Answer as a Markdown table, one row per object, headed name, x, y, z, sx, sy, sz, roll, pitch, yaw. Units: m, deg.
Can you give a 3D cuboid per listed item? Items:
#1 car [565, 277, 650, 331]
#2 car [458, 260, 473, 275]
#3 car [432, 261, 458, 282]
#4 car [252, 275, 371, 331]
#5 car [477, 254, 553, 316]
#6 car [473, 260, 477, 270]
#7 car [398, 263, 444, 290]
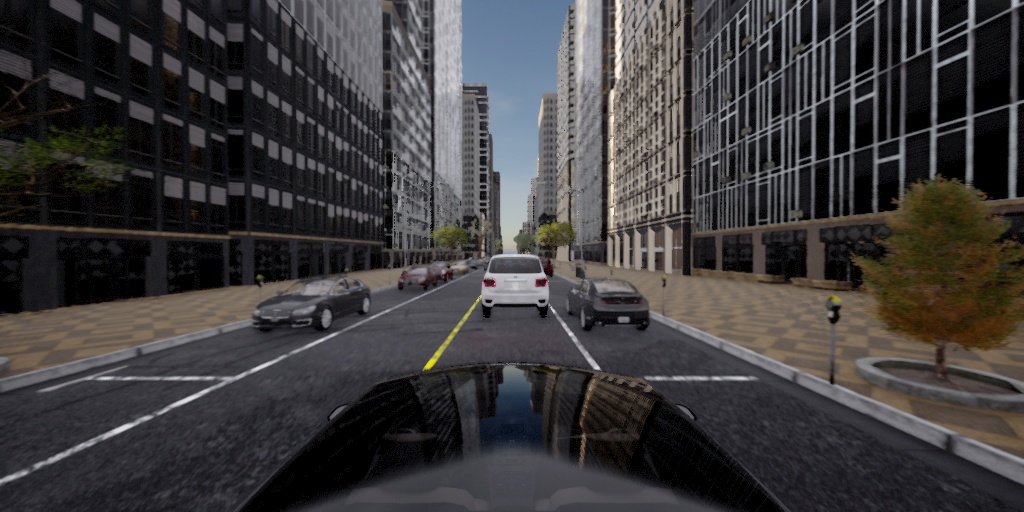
| name | x | y | z | sx | sy | sz | roll | pitch | yaw |
| --- | --- | --- | --- | --- | --- | --- | --- | --- | --- |
| car | 2.689 | 1.290 | 10.785 | 2.007 | 1.370 | 4.403 | 0 | 0 | 0 |
| car | -5.691 | 1.231 | 39.034 | 1.751 | 1.417 | 4.829 | 0 | 0 | 0 |
| car | -5.691 | 1.159 | 27.837 | 1.967 | 1.591 | 4.097 | 0 | 0 | 0 |
| car | -5.692 | 1.290 | 10.786 | 2.007 | 1.370 | 4.403 | 0 | 0 | 0 |
| car | 0.102 | 0.957 | 13.354 | 2.150 | 2.045 | 5.566 | 0 | 0 | 0 |
| car | -5.691 | 1.256 | 50.572 | 1.948 | 1.339 | 4.313 | 0 | 0 | 0 |
| car | -5.692 | 1.308 | 22.153 | 1.802 | 1.307 | 4.207 | 0 | 0 | 0 |
